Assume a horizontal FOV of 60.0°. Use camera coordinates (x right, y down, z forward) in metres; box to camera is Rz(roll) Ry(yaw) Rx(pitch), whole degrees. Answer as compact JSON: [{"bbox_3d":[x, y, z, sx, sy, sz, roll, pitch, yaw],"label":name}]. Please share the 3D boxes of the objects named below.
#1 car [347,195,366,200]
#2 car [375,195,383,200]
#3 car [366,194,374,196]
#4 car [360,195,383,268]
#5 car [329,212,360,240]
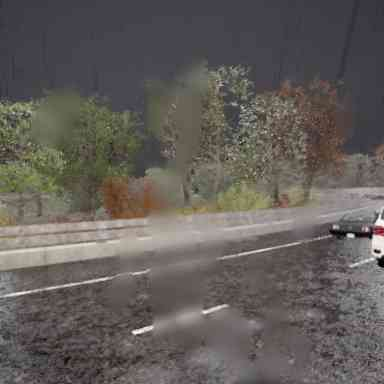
[{"bbox_3d":[40.079,1.324,82.007,2.033,1.411,5.357,0,0,3],"label":"car"},{"bbox_3d":[47.050,1.314,81.391,1.895,1.301,4.718,0,0,3],"label":"car"},{"bbox_3d":[43.563,1.291,81.684,2.033,1.411,5.357,0,0,3],"label":"car"},{"bbox_3d":[7.402,1.181,10.012,5.566,2.045,2.150,0,0,-42],"label":"car"},{"bbox_3d":[8.356,1.562,15.693,4.718,1.301,1.895,0,0,-44],"label":"car"}]
